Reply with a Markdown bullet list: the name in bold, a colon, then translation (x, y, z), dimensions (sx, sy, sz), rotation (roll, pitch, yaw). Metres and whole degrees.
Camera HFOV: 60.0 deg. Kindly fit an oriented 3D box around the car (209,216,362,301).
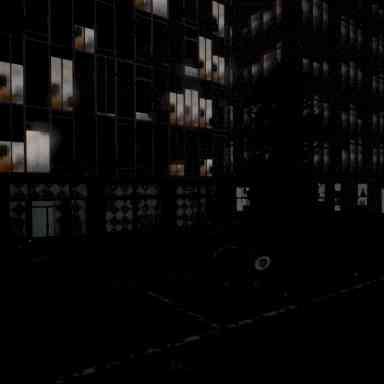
- **car**: translation (2.355, 1.439, 8.234), dimensions (4.097, 1.590, 1.967), rotation (0, -1, -35)
